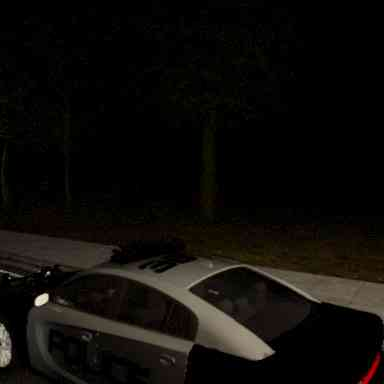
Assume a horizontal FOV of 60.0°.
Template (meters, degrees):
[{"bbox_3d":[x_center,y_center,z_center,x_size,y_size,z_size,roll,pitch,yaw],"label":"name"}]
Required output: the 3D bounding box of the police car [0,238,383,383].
[{"bbox_3d":[-0.616,1.419,4.000,5.238,1.638,1.930,0,0,35],"label":"police car"}]
